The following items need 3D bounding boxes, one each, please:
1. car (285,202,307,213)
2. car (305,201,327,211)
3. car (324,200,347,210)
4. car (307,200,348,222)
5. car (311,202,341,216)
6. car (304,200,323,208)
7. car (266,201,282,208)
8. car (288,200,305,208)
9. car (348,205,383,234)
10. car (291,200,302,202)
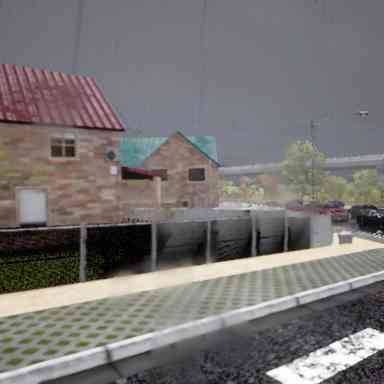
[{"bbox_3d":[13.328,2.261,41.970,1.895,1.301,4.718,-2,-1,1],"label":"car"},{"bbox_3d":[20.014,2.162,53.958,1.812,1.442,4.674,-2,-1,0],"label":"car"},{"bbox_3d":[23.264,2.076,54.063,1.812,1.442,4.674,-2,-1,0],"label":"car"},{"bbox_3d":[13.222,1.891,32.030,2.097,1.767,4.553,-2,-1,1],"label":"car"},{"bbox_3d":[16.579,2.093,41.445,1.812,1.442,4.674,-2,-1,0],"label":"car"},{"bbox_3d":[23.354,2.277,64.105,1.895,1.301,4.718,-2,-1,0],"label":"car"},{"bbox_3d":[13.506,2.330,55.143,1.837,1.490,4.892,-2,-1,1],"label":"car"},{"bbox_3d":[20.103,2.265,64.104,1.837,1.490,4.892,-2,-1,0],"label":"car"},{"bbox_3d":[13.140,1.919,22.815,2.128,1.511,4.902,-2,-1,0],"label":"car"},{"bbox_3d":[16.757,2.281,54.784,2.033,1.411,5.357,-2,-1,1],"label":"car"}]
